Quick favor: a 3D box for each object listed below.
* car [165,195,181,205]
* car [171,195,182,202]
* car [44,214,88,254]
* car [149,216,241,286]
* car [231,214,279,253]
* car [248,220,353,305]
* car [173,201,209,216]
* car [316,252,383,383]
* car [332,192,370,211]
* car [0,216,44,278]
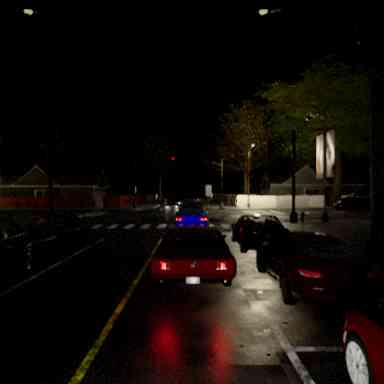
[{"bbox_3d":[-3.222,1.369,54.395,1.837,1.490,4.892,0,0,0],"label":"car"},{"bbox_3d":[-3.224,1.378,69.796,2.033,1.411,5.357,0,0,0],"label":"car"},{"bbox_3d":[-5.413,1.542,13.221,1.802,1.307,4.206,0,0,0],"label":"car"},{"bbox_3d":[0.037,1.573,9.250,1.895,1.301,4.718,0,0,0],"label":"car"},{"bbox_3d":[2.612,1.526,13.241,1.947,1.339,4.313,0,0,0],"label":"car"},{"bbox_3d":[2.625,1.559,7.722,1.802,1.307,4.206,0,0,0],"label":"car"},{"bbox_3d":[-0.036,1.471,18.307,1.812,1.442,4.674,0,0,0],"label":"car"},{"bbox_3d":[2.638,1.538,2.204,1.887,1.381,4.507,0,0,0],"label":"car"},{"bbox_3d":[18.307,0.996,36.245,5.566,2.045,2.150,0,0,0],"label":"car"},{"bbox_3d":[-5.400,1.417,7.702,1.967,1.590,4.097,0,0,0],"label":"car"}]
